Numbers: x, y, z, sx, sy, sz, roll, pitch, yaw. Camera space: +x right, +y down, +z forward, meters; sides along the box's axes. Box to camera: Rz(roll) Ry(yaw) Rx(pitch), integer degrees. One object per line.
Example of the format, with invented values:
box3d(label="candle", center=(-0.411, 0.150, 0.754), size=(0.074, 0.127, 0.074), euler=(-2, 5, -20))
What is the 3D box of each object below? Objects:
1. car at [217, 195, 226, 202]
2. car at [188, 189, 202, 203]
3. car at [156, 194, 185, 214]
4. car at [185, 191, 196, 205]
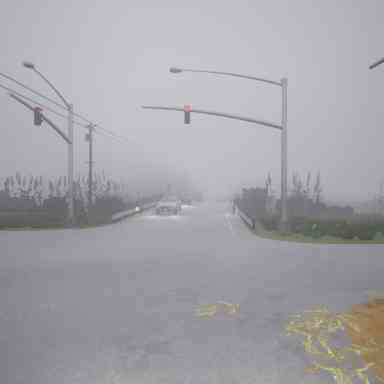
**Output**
box3d(label="car", center=(6.064, 1.358, 68.437), size=(1.882, 1.535, 5.008), euler=(0, -1, 6))
box3d(label="car", center=(0.258, 0.570, 51.247), size=(2.150, 2.045, 5.566), euler=(0, -1, 8))
box3d(label="car", center=(-2.097, 1.149, 30.796), size=(1.812, 1.442, 4.674), euler=(0, 3, 5))
box3d(label="car", center=(-1.073, 0.874, 40.758), size=(1.994, 1.385, 4.181), euler=(0, 1, 6))
